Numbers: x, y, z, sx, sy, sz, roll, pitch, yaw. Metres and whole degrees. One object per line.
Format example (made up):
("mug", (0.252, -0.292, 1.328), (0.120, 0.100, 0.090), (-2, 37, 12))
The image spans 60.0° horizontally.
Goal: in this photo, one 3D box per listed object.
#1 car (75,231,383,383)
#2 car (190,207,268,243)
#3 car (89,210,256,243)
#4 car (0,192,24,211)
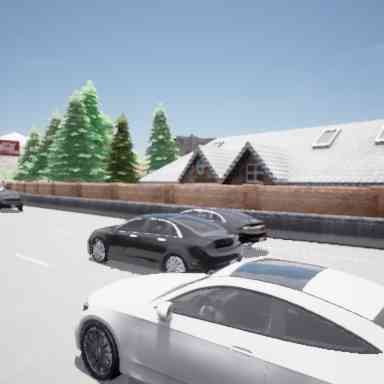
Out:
("car", (0.703, 1.490, 3.607), (4.674, 1.442, 1.812), (2, 1, 36))
("car", (0.451, 1.317, 12.636), (4.902, 1.511, 2.128), (2, 1, 39))
("car", (-0.933, 1.351, 9.260), (4.892, 1.490, 1.837), (2, 1, 38))
("car", (-15.437, 0.775, 27.441), (1.837, 1.490, 4.892), (0, 1, -43))
